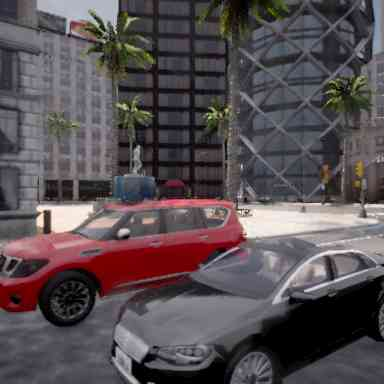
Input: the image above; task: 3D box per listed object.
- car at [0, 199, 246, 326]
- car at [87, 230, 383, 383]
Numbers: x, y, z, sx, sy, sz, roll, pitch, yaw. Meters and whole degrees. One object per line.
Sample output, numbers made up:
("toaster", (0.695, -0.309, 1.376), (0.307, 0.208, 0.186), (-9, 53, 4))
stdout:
("car", (-1.202, 1.220, 7.421), (5.566, 2.045, 2.150), (0, 0, -35))
("car", (1.282, 1.493, 4.890), (4.902, 1.511, 2.128), (0, 0, -35))
